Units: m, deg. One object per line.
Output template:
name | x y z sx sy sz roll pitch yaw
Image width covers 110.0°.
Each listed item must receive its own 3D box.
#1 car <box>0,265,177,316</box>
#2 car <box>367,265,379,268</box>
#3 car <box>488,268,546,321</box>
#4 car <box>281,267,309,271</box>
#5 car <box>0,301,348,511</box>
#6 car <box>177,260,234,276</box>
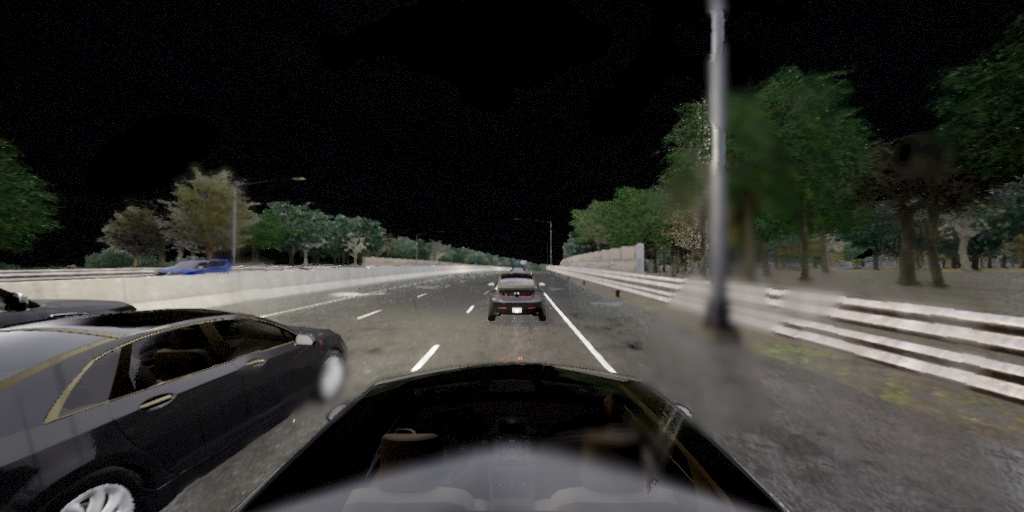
car | -6.891 0.986 3.383 2.150 2.045 5.566 0 0 0
car | -19.986 2.079 51.311 1.812 1.442 4.674 0 -1 3
car | 0.174 1.386 13.144 1.837 1.490 4.892 0 0 1
car | -17.269 1.630 28.312 1.812 1.442 4.674 0 -1 1
car | -3.388 1.272 3.485 1.837 1.490 4.892 0 0 0
car | -24.293 1.316 27.627 2.150 2.045 5.566 0 -1 2
